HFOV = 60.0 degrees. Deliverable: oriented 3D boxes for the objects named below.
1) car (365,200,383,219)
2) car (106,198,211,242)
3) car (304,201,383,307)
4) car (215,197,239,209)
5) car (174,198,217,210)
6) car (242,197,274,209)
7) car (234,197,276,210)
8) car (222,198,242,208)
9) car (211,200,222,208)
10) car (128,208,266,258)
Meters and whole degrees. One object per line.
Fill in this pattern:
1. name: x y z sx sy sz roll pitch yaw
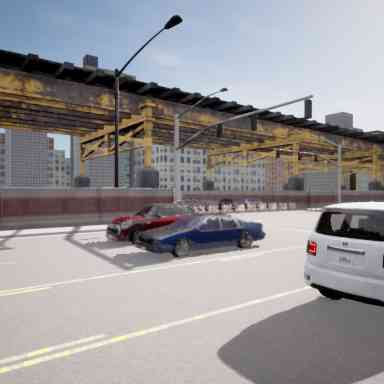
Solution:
1. car: 17.391 1.506 29.207 4.892 1.490 1.837 0 0 -35
2. car: -1.665 1.352 15.682 4.553 1.767 2.097 0 0 -35
3. car: 4.782 1.221 7.168 5.566 2.045 2.150 0 0 -35
4. car: 4.198 1.295 39.310 1.853 1.218 4.536 0 0 18
5. car: 0.379 1.295 36.592 4.536 1.218 1.853 0 0 8
6. car: 8.050 1.295 43.004 4.536 1.218 1.853 0 0 -7
7. car: 8.102 1.453 43.011 4.974 1.542 2.038 0 0 -7
8. car: 4.182 1.453 39.260 2.038 1.542 4.974 0 0 18
9. car: 0.431 1.453 36.585 4.974 1.542 2.038 0 0 8
10. car: 0.511 1.547 12.933 5.357 1.411 2.033 0 0 -35
